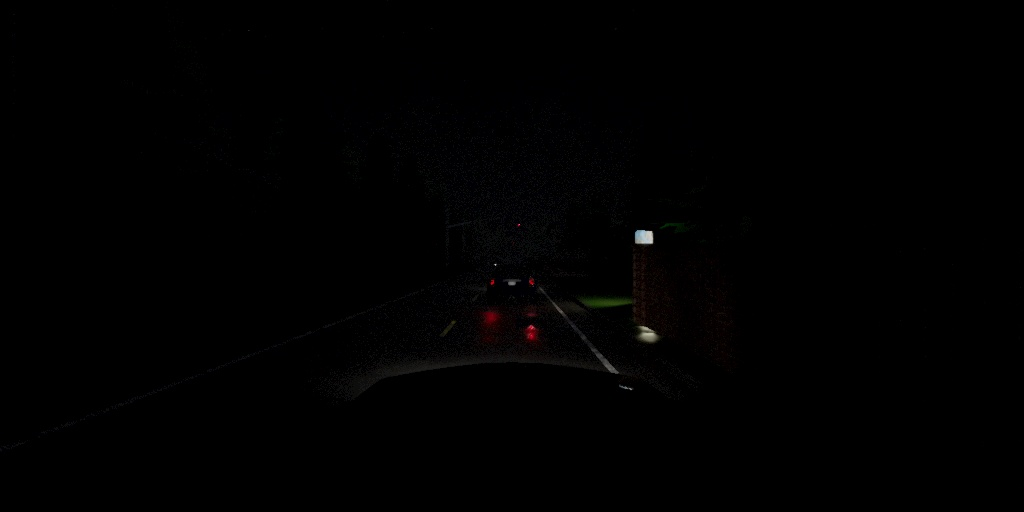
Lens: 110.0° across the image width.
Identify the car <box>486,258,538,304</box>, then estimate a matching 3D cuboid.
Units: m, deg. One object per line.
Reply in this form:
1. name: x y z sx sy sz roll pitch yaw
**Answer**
1. car: 0.000 1.115 16.470 2.097 1.767 4.553 0 0 0
